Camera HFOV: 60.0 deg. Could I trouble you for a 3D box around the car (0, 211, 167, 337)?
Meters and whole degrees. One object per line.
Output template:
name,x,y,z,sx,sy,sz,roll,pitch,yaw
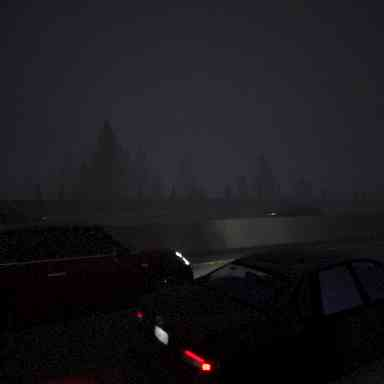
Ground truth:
car,-2.187,1.331,6.255,4.553,1.767,2.097,0,0,-34

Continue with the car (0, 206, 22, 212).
car,-10.641,1.479,17.743,5.357,1.411,2.033,0,0,-34

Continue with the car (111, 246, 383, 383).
car,1.805,1.539,4.797,5.357,1.411,2.033,0,0,-32

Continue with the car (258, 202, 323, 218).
car,6.966,1.479,23.482,4.902,1.511,2.128,0,0,-24
